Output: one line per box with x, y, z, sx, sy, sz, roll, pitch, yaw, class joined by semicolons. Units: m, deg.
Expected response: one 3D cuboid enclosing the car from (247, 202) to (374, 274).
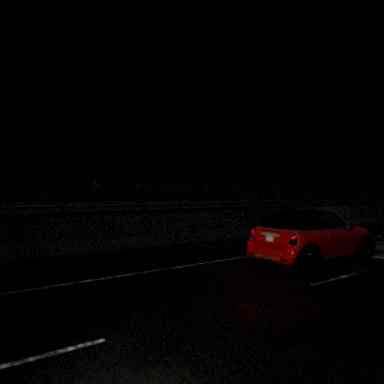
3.982;1.380;10.885;4.553;1.767;2.097;0;0;-35;car

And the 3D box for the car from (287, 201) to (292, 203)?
11.508;1.692;37.879;4.718;1.301;1.895;0;0;-35;car

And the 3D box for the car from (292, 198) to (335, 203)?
11.441;1.570;29.292;4.902;1.511;2.128;0;0;-35;car

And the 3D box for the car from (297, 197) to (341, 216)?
13.394;1.441;34.931;4.553;1.767;2.097;0;0;-35;car
